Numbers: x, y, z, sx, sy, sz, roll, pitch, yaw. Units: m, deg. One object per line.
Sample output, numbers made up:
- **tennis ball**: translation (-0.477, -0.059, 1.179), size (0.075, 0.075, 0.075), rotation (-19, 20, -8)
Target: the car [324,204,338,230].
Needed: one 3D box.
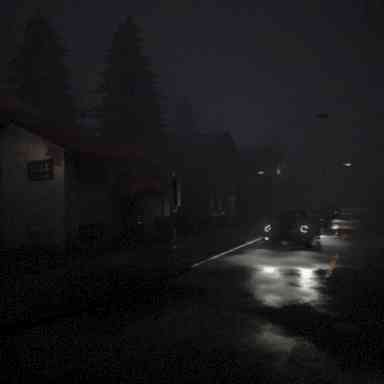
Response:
- **car**: translation (9.158, 1.854, 24.386), size (2.128, 1.511, 4.902), rotation (-2, -1, 27)

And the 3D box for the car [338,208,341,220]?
- **car**: translation (14.073, 1.991, 33.868), size (1.812, 1.442, 4.674), rotation (-2, -2, 27)

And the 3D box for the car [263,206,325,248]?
- **car**: translation (4.987, 1.628, 16.316), size (2.097, 1.767, 4.553), rotation (-2, -2, 27)
